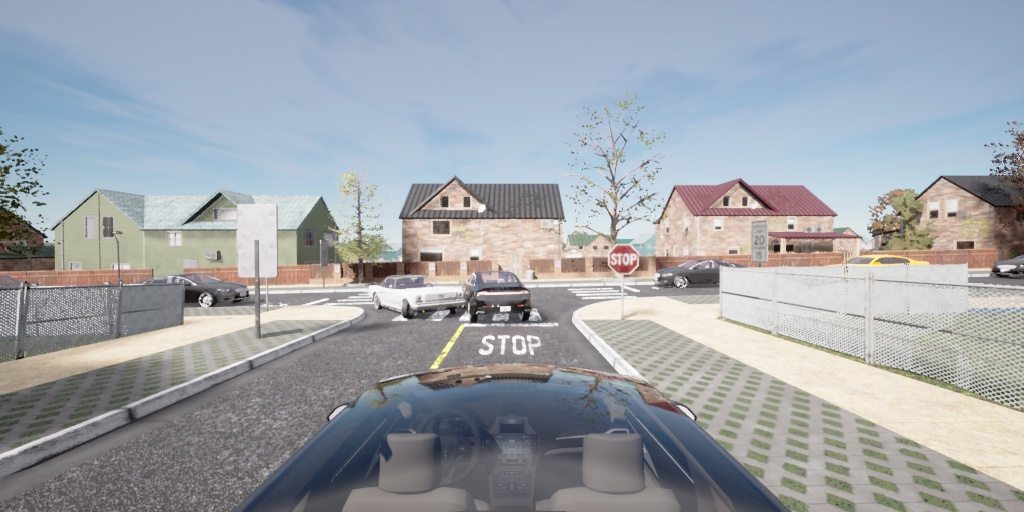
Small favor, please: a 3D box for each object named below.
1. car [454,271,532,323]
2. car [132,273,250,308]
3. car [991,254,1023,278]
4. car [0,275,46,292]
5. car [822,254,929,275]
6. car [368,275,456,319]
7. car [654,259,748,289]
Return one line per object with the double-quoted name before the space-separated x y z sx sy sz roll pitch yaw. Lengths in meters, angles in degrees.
"car" -0.688 1.243 12.228 2.128 1.511 4.902 0 0 -12
"car" -14.904 1.567 16.581 4.902 1.511 2.128 -1 1 0
"car" 29.561 0.475 19.716 4.902 1.511 2.128 -1 1 0
"car" -24.243 1.650 16.539 4.553 1.767 2.097 -2 1 0
"car" 19.758 0.691 19.676 5.008 1.535 1.882 -1 1 -1
"car" -3.604 1.368 13.087 1.895 1.301 4.718 0 0 -38
"car" 10.328 0.926 19.638 4.902 1.511 2.128 -1 1 0
